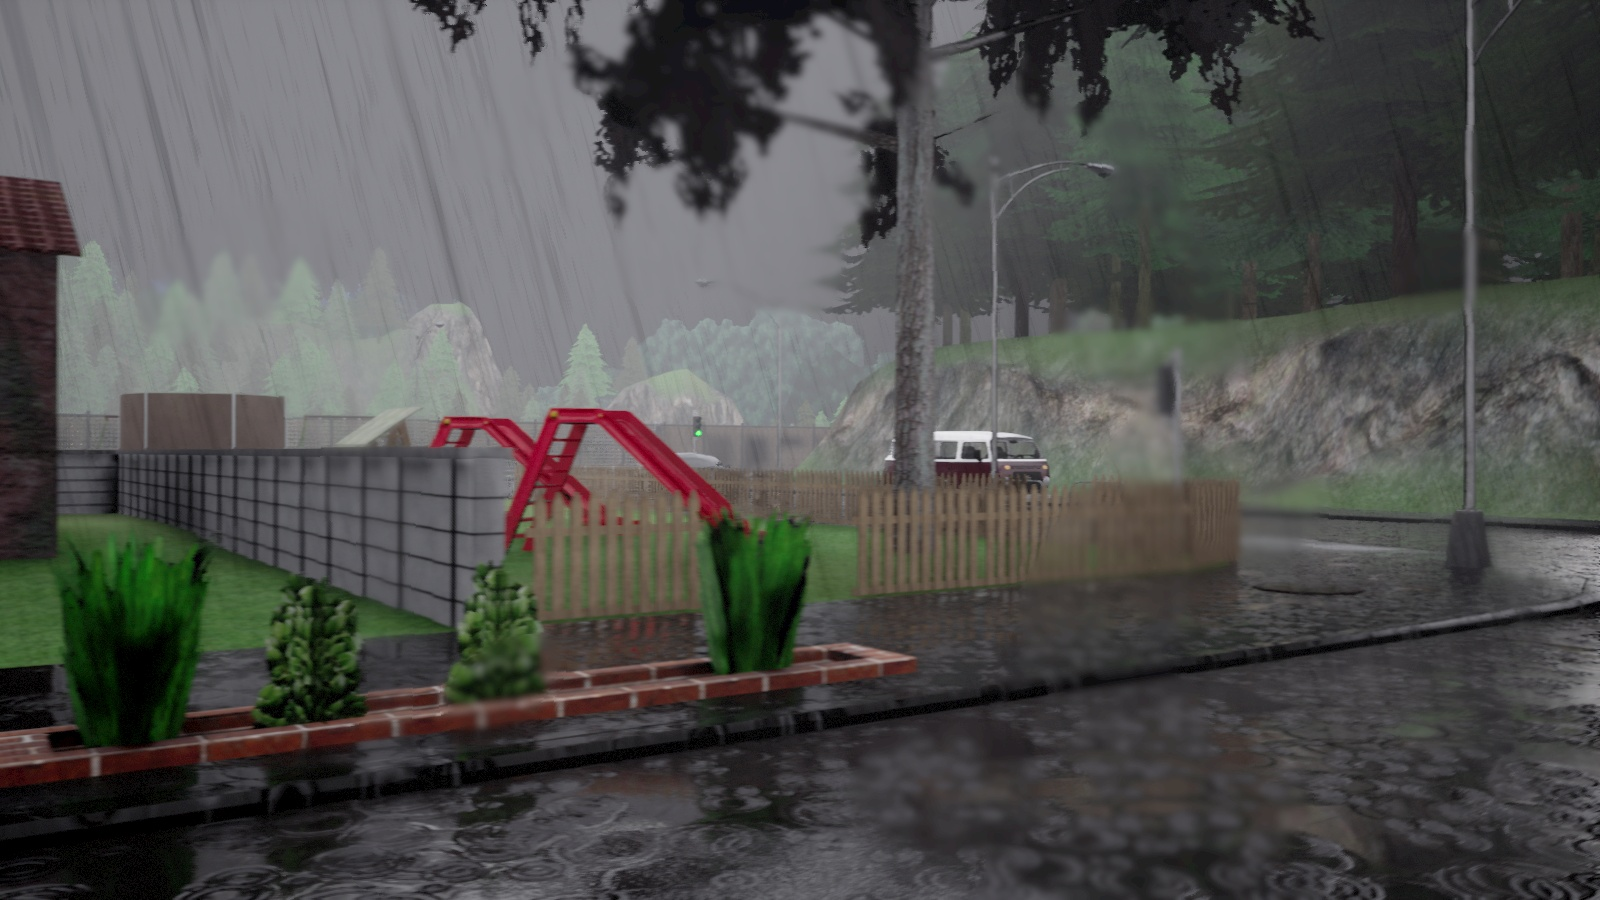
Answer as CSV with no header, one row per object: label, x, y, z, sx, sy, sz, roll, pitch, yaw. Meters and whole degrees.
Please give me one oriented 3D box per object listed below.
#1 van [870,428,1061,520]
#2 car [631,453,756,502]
van,3.888,0.534,30.179,2.069,2.038,4.480,0,0,-35
car,-3.542,0.857,40.870,1.837,1.490,4.892,0,0,-35
